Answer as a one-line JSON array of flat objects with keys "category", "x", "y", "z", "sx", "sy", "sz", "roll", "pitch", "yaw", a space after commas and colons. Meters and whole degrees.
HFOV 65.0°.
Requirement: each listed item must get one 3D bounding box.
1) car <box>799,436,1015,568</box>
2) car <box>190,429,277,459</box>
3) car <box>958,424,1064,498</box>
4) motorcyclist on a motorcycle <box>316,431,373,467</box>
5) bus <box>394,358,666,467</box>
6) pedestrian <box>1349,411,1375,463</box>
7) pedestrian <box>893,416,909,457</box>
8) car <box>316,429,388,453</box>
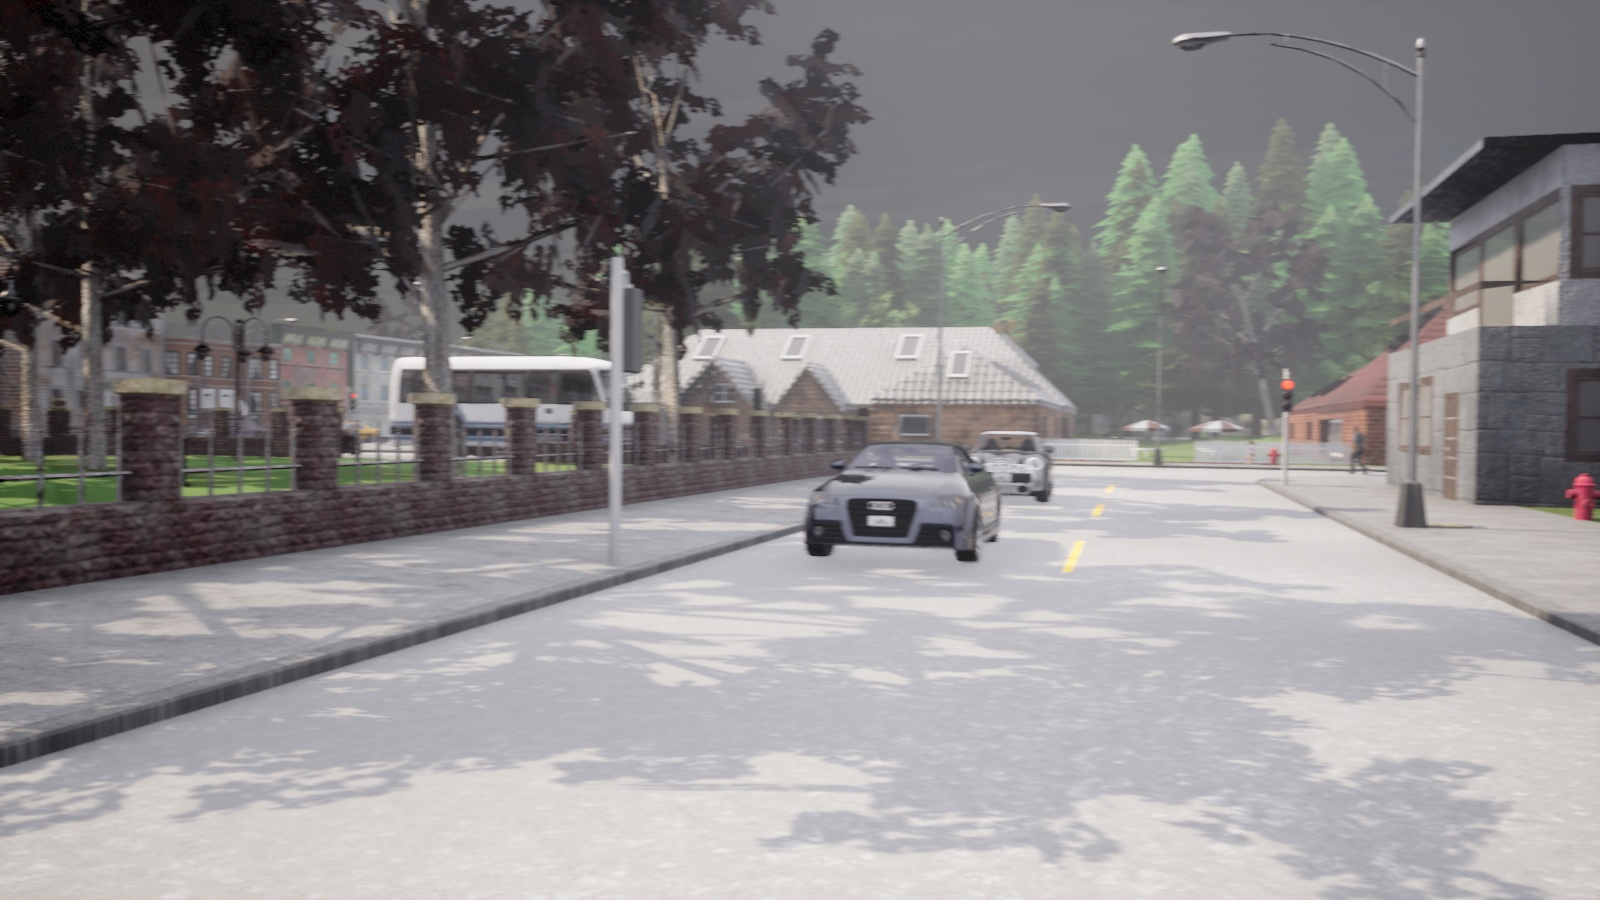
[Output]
[{"category": "car", "x": 1.496, "y": 0.543, "z": 15.793, "sx": 1.994, "sy": 1.385, "sz": 4.181, "roll": 0, "pitch": 1, "yaw": 15}, {"category": "car", "x": -33.484, "y": -0.383, "z": 74.375, "sx": 2.033, "sy": 1.649, "sz": 4.856, "roll": 0, "pitch": 1, "yaw": 15}, {"category": "car", "x": 4.682, "y": 0.190, "z": 27.465, "sx": 1.970, "sy": 1.475, "sz": 3.806, "roll": 0, "pitch": 1, "yaw": 14}, {"category": "motorcyclist on a motorcycle", "x": -19.777, "y": -0.027, "z": 54.513, "sx": 2.191, "sy": 1.530, "sz": 0.866, "roll": 0, "pitch": 1, "yaw": 13}, {"category": "bus", "x": -11.137, "y": -1.474, "z": 52.091, "sx": 10.273, "sy": 4.253, "sz": 3.944, "roll": 0, "pitch": 1, "yaw": 14}, {"category": "pedestrian", "x": 20.127, "y": -0.468, "z": 44.957, "sx": 0.540, "sy": 1.848, "sz": 0.694, "roll": -1, "pitch": 1, "yaw": -16}, {"category": "pedestrian", "x": 4.597, "y": -0.635, "z": 57.122, "sx": 0.694, "sy": 1.848, "sz": 0.540, "roll": 0, "pitch": 1, "yaw": 11}, {"category": "car", "x": -30.431, "y": -0.616, "z": 85.442, "sx": 1.801, "sy": 1.575, "sz": 5.366, "roll": 0, "pitch": 1, "yaw": 15}]
